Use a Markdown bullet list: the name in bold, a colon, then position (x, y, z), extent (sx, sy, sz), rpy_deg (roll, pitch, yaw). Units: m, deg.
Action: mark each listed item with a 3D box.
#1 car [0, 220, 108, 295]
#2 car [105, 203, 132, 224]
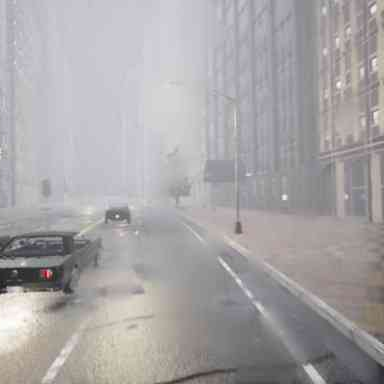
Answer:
- **car**: position (-3.695, 1.688, 8.878), extent (1.895, 1.301, 4.718), rpy_deg (-1, 0, -4)
- **car**: position (-5.921, 1.671, 27.055), extent (1.882, 1.535, 5.008), rpy_deg (-1, 0, -9)
